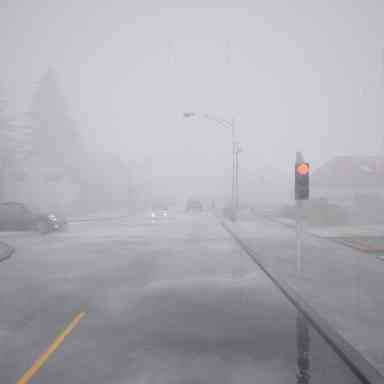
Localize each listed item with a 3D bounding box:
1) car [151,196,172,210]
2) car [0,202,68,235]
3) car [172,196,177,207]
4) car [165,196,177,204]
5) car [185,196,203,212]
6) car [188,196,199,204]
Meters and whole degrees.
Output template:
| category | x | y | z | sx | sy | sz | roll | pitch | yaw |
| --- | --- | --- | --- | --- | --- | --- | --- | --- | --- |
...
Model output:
| category | x | y | z | sx | sy | sz | roll | pitch | yaw |
| --- | --- | --- | --- | --- | --- | --- | --- | --- | --- |
| car | -3.971 | 1.505 | 42.263 | 1.837 | 1.490 | 4.892 | 0 | 0 | 0 |
| car | -9.234 | 1.352 | 18.127 | 4.553 | 1.767 | 2.097 | 0 | 0 | -4 |
| car | -3.934 | 1.352 | 52.306 | 2.097 | 1.767 | 4.553 | 0 | 0 | 0 |
| car | -3.869 | 1.477 | 62.378 | 1.882 | 1.535 | 5.008 | 0 | 0 | 1 |
| car | 0.233 | 1.491 | 39.351 | 2.128 | 1.511 | 4.902 | 0 | 0 | 0 |
| car | 0.302 | 1.491 | 66.588 | 2.128 | 1.511 | 4.902 | 0 | 0 | 0 |
